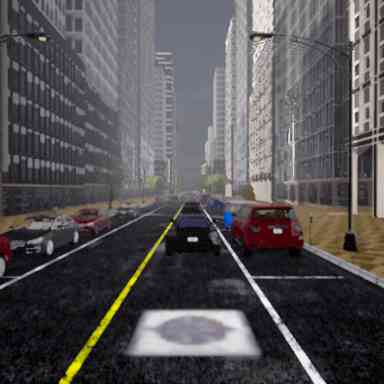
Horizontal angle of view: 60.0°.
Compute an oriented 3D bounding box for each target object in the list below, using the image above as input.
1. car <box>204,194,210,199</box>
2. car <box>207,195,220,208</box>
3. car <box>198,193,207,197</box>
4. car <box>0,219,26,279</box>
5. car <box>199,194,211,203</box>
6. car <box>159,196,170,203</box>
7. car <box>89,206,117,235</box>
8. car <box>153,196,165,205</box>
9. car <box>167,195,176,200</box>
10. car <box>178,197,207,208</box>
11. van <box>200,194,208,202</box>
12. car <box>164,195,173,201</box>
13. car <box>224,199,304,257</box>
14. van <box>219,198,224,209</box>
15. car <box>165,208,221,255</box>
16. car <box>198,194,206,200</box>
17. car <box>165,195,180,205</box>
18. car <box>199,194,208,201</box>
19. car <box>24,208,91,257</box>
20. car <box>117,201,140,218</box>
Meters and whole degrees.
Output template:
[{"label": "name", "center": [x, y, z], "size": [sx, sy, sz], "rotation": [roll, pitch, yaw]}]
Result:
[{"label": "car", "center": [3.158, 1.484, 48.671], "size": [1.837, 1.490, 4.892], "rotation": [0, 0, 0]}, {"label": "car", "center": [3.159, 1.509, 41.671], "size": [1.812, 1.442, 4.674], "rotation": [0, 0, 0]}, {"label": "car", "center": [2.696, 1.289, 63.940], "size": [2.192, 1.841, 5.009], "rotation": [-1, 0, 0]}, {"label": "car", "center": [-5.696, 1.542, 7.106], "size": [1.887, 1.381, 4.507], "rotation": [-1, 0, 0]}, {"label": "car", "center": [2.697, 1.286, 69.625], "size": [2.192, 1.841, 5.009], "rotation": [-1, 0, 0]}, {"label": "car", "center": [-5.681, 1.496, 69.456], "size": [1.752, 1.417, 4.829], "rotation": [-1, 0, 0]}, {"label": "car", "center": [-5.693, 1.575, 18.473], "size": [1.802, 1.307, 4.206], "rotation": [-1, 0, 0]}, {"label": "car", "center": [-5.685, 1.416, 58.258], "size": [1.967, 1.590, 4.097], "rotation": [-1, 0, 0]}, {"label": "car", "center": [-5.675, 1.509, 92.361], "size": [2.008, 1.369, 4.403], "rotation": [-1, 0, 0]}, {"label": "car", "center": [0.051, 1.496, 28.025], "size": [1.837, 1.490, 4.892], "rotation": [0, 0, 1]}, {"label": "van", "center": [2.699, 1.309, 75.308], "size": [1.690, 1.788, 3.998], "rotation": [-1, 0, 0]}, {"label": "car", "center": [-5.678, 1.531, 80.993], "size": [1.947, 1.339, 4.313], "rotation": [-1, 0, 0]}, {"label": "car", "center": [2.684, 1.310, 12.787], "size": [2.192, 1.841, 5.009], "rotation": [-1, 0, 0]}, {"label": "van", "center": [2.685, 1.334, 18.471], "size": [1.690, 1.788, 3.998], "rotation": [-1, 0, 0]}, {"label": "car", "center": [0.048, 1.560, 13.192], "size": [1.994, 1.385, 4.181], "rotation": [0, 0, 1]}, {"label": "car", "center": [2.704, 1.398, 92.359], "size": [1.967, 1.590, 4.097], "rotation": [-1, 0, 0]}, {"label": "car", "center": [-3.041, 1.328, 58.131], "size": [2.097, 1.767, 4.553], "rotation": [0, 0, 1]}, {"label": "car", "center": [2.702, 1.405, 80.991], "size": [1.967, 1.590, 4.097], "rotation": [-1, 0, 0]}, {"label": "car", "center": [-5.695, 1.546, 12.790], "size": [2.008, 1.369, 4.403], "rotation": [-1, 0, 0]}, {"label": "car", "center": [-5.691, 1.539, 29.841], "size": [2.008, 1.369, 4.403], "rotation": [-1, 0, 0]}]
